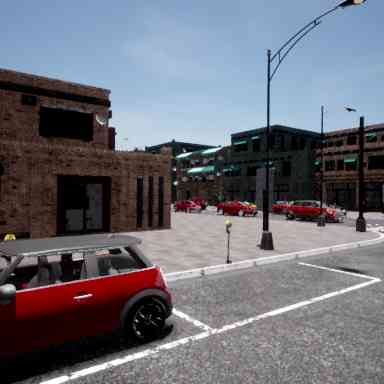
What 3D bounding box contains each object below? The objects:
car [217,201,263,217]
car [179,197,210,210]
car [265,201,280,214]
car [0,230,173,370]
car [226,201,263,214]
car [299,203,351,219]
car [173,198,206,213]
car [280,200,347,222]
[{"bbox_3d":[4.637,1.692,34.525,1.882,1.535,5.008,1,-1,-35],"label":"car"},{"bbox_3d":[0.304,1.773,50.907,2.192,1.841,5.009,0,-1,-35],"label":"car"},{"bbox_3d":[9.799,1.739,37.235,1.967,1.590,4.097,0,-1,-35],"label":"car"},{"bbox_3d":[-2.388,1.441,4.841,4.097,1.590,1.967,0,1,-35],"label":"car"},{"bbox_3d":[6.537,1.879,41.930,1.752,1.417,4.829,0,-1,-35],"label":"car"},{"bbox_3d":[12.963,1.812,32.676,1.947,1.339,4.313,0,-1,-35],"label":"car"},{"bbox_3d":[-0.639,1.829,42.130,1.812,1.442,4.674,1,-1,-35],"label":"car"},{"bbox_3d":[9.897,1.479,27.001,2.097,1.767,4.553,1,-1,-35],"label":"car"}]
